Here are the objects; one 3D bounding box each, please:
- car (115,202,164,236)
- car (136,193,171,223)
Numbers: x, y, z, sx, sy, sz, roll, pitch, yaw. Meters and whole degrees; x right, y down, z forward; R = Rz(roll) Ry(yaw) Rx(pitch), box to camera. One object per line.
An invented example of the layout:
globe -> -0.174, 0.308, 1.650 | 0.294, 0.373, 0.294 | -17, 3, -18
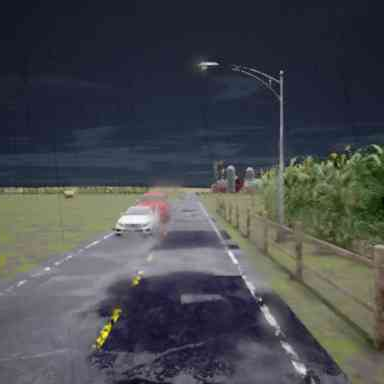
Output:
car -> -2.764, 1.469, 17.823 | 1.812, 1.442, 4.674 | 0, 0, 0
car -> -2.772, 1.095, 24.589 | 2.150, 2.045, 5.566 | 0, 0, 0
